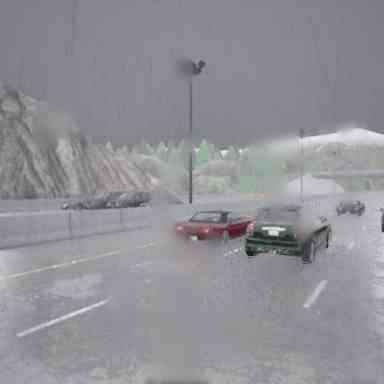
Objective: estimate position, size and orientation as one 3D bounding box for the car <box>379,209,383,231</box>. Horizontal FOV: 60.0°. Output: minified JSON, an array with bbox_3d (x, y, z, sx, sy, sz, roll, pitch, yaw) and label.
[{"bbox_3d":[11.681,1.364,18.563,1.837,1.490,4.892,0,1,31],"label":"car"}]

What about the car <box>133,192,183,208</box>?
[{"bbox_3d":[-2.651,1.123,29.060,2.097,1.767,4.553,0,1,31],"label":"car"}]

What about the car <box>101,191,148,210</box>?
[{"bbox_3d":[-5.465,0.974,31.174,2.150,2.045,5.566,0,1,31],"label":"car"}]

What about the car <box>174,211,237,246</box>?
[{"bbox_3d":[1.232,1.484,14.787,1.895,1.301,4.718,0,0,31],"label":"car"}]

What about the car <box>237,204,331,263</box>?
[{"bbox_3d":[3.599,1.258,11.956,2.097,1.767,4.553,0,1,31],"label":"car"}]

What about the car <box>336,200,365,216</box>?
[{"bbox_3d":[13.937,1.377,29.091,1.895,1.301,4.718,0,1,31],"label":"car"}]

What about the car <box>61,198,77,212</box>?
[{"bbox_3d":[-11.365,1.213,34.945,2.128,1.511,4.902,0,1,31],"label":"car"}]

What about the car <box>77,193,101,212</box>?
[{"bbox_3d":[-8.256,0.956,33.323,2.150,2.045,5.566,0,1,31],"label":"car"}]
